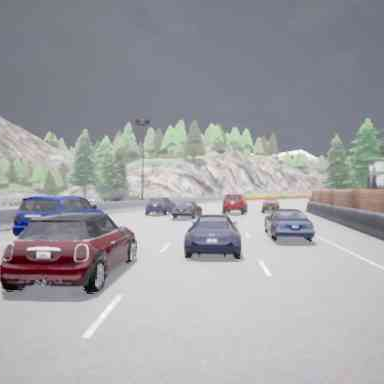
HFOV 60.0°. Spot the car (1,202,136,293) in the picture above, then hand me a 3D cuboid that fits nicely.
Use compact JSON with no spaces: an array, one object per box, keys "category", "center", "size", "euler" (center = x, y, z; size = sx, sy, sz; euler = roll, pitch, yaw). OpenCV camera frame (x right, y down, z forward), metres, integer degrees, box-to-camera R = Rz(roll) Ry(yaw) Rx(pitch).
[{"category":"car","center":[-2.968,1.333,9.061],"size":[2.097,1.767,4.553],"euler":[0,0,4]}]

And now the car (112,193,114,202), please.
[{"category":"car","center":[-12.232,1.126,52.579],"size":[2.150,2.045,5.566],"euler":[0,0,19]}]

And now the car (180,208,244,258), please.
[{"category":"car","center":[0.842,1.550,12.836],"size":[1.994,1.385,4.181],"euler":[0,0,5]}]

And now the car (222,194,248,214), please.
[{"category":"car","center":[4.530,1.188,34.569],"size":[2.150,2.045,5.566],"euler":[0,0,14]}]

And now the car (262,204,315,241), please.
[{"category":"car","center":[4.742,1.537,16.735],"size":[2.033,1.411,5.357],"euler":[0,0,7]}]

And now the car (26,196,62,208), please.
[{"category":"car","center":[-21.075,1.367,47.701],"size":[1.882,1.535,5.008],"euler":[0,0,16]}]

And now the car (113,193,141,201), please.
[{"category":"car","center":[-9.336,1.267,50.138],"size":[2.097,1.767,4.553],"euler":[0,0,18]}]

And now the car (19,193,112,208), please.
[{"category":"car","center":[-5.922,1.187,15.609],"size":[2.150,2.045,5.566],"euler":[0,0,6]}]

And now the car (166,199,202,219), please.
[{"category":"car","center":[-0.360,1.510,28.853],"size":[2.033,1.411,5.357],"euler":[0,0,11]}]

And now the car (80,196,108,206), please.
[{"category":"car","center":[-15.651,1.421,53.389],"size":[1.812,1.442,4.674],"euler":[0,0,19]}]

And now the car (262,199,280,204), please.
[{"category":"car","center":[8.832,1.500,37.112],"size":[1.812,1.442,4.674],"euler":[0,0,15]}]

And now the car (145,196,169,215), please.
[{"category":"car","center":[-2.978,1.303,33.064],"size":[2.097,1.767,4.553],"euler":[0,0,12]}]
